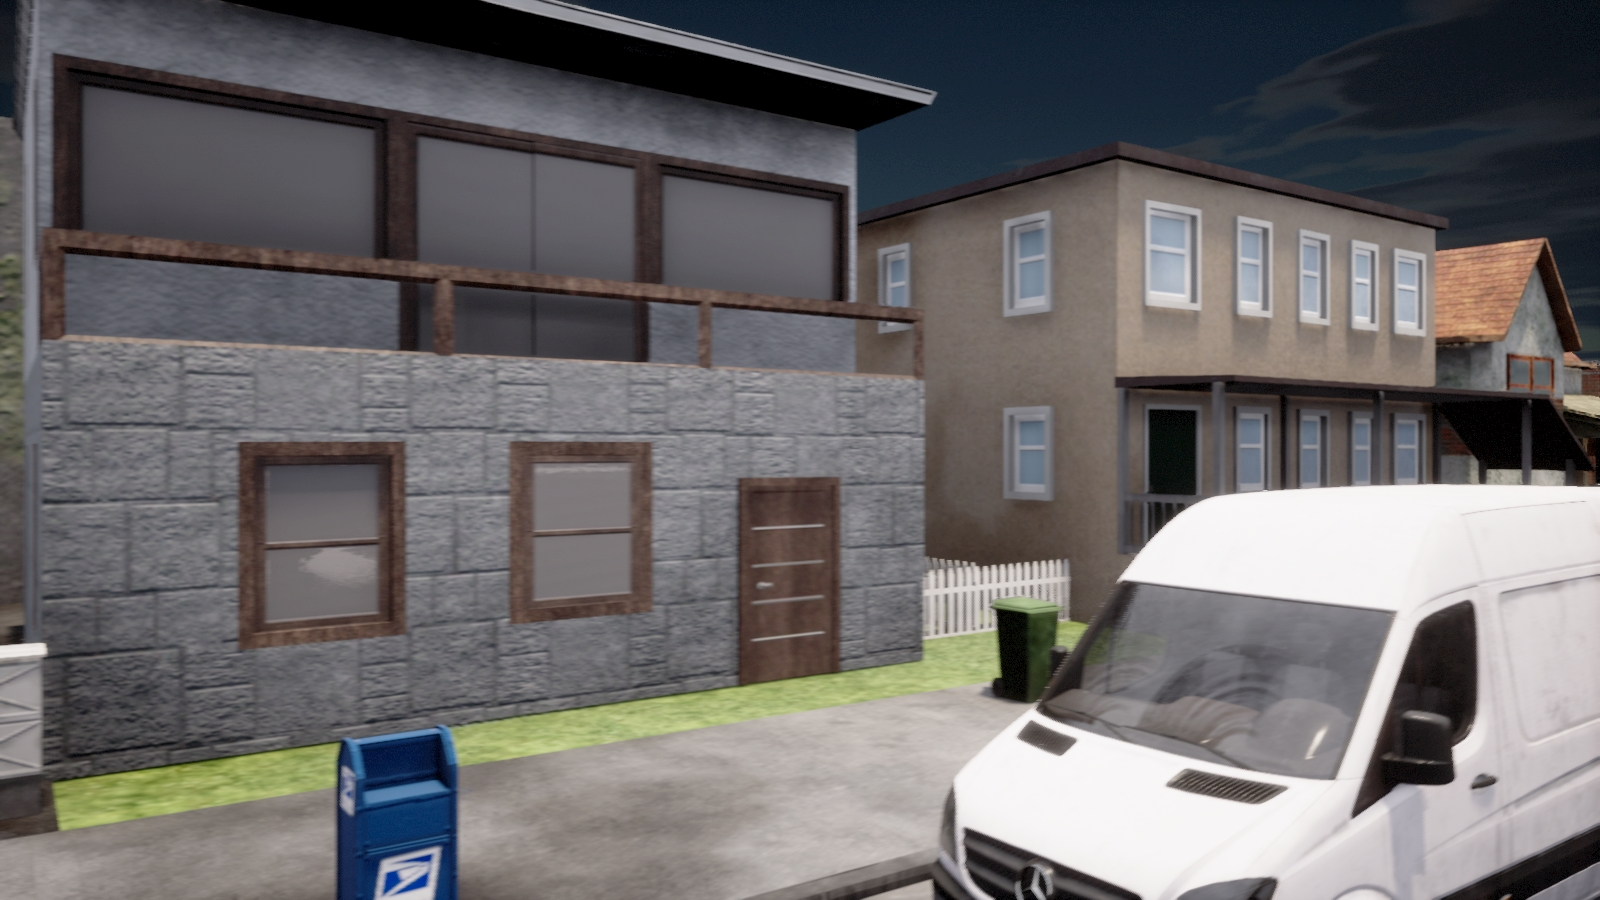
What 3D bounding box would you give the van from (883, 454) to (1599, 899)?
[{"bbox_3d":[3.418,1.314,6.786,5.915,2.561,1.988,0,0,-35],"label":"van"}]
